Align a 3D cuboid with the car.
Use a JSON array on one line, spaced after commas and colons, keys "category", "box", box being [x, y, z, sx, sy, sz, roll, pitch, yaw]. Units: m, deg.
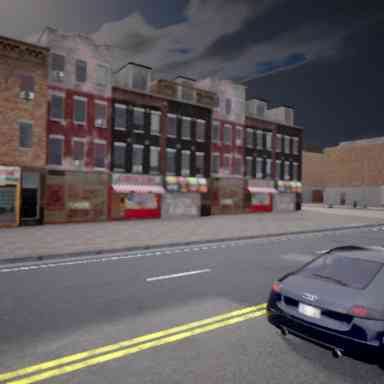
[{"category": "car", "box": [3.253, 1.631, 5.770, 4.181, 1.385, 1.994, 1, -1, -36]}]
